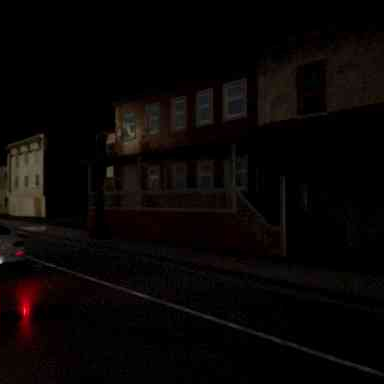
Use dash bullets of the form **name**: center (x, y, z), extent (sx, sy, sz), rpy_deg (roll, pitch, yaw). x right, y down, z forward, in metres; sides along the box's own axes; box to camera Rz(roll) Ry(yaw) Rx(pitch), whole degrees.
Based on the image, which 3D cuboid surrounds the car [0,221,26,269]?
- **car**: center (-6.641, 1.511, 10.065), extent (4.674, 1.442, 1.812), rpy_deg (1, 0, 42)
